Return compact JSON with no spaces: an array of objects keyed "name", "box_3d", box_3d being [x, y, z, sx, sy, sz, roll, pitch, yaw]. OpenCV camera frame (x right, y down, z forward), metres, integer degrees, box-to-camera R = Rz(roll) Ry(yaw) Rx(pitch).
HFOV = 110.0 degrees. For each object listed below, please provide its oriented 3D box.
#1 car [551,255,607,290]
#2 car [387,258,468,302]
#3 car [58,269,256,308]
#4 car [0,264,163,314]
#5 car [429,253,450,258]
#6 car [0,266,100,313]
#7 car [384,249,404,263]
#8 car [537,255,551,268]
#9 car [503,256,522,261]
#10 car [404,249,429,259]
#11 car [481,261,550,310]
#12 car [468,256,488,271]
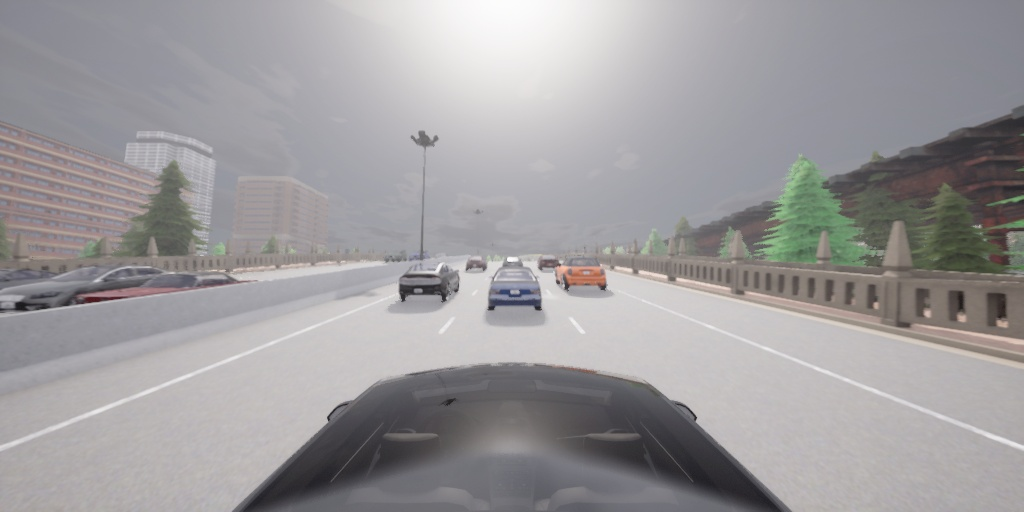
[{"name":"car","box_3d":[3.589,0.792,19.417,2.097,1.767,4.553,0,1,0]},{"name":"car","box_3d":[-3.409,1.008,15.471,2.128,1.511,4.902,0,1,0]},{"name":"car","box_3d":[-10.605,1.193,11.545,1.895,1.301,4.718,0,1,0]},{"name":"car","box_3d":[-14.105,1.066,12.480,2.128,1.511,4.902,0,1,0]},{"name":"car","box_3d":[-10.594,0.273,53.844,1.882,1.535,5.008,0,1,0]},{"name":"car","box_3d":[-17.605,1.142,12.343,1.994,1.385,4.181,0,1,0]},{"name":"car","box_3d":[-17.587,0.002,54.640,2.150,2.045,5.566,0,1,0]},{"name":"car","box_3d":[3.582,0.603,36.175,1.882,1.535,5.008,0,1,0]},{"name":"car","box_3d":[0.081,0.707,35.305,1.994,1.385,4.181,0,1,0]},{"name":"car","box_3d":[-14.089,0.002,54.635,2.150,2.045,5.566,0,1,0]},{"name":"car","box_3d":[0.093,1.101,13.476,2.033,1.411,5.357,0,1,0]},{"name":"car","box_3d":[-3.418,0.669,35.321,1.812,1.442,4.674,0,1,0]}]
